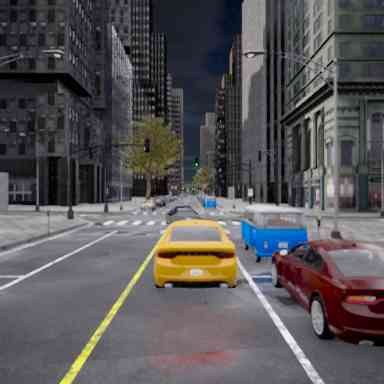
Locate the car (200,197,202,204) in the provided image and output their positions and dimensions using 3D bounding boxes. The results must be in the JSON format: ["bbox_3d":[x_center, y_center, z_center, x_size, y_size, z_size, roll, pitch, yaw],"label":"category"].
[{"bbox_3d":[2.773,1.827,55.366,1.947,1.339,4.313,0,0,0],"label":"car"}]

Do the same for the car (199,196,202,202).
[{"bbox_3d":[2.774,1.834,60.779,1.887,1.381,4.507,0,0,0],"label":"car"}]

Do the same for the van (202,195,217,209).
[{"bbox_3d":[2.773,1.574,49.954,1.690,1.788,3.998,0,0,0],"label":"van"}]

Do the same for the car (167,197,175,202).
[{"bbox_3d":[-5.748,1.987,91.989,1.752,1.417,4.829,0,0,0],"label":"car"}]

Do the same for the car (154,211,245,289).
[{"bbox_3d":[0.092,1.518,9.285,1.882,1.535,5.008,0,0,0],"label":"car"}]

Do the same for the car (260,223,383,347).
[{"bbox_3d":[2.781,1.573,6.444,1.887,1.381,4.507,0,0,0],"label":"car"}]

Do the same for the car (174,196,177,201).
[{"bbox_3d":[-5.748,1.999,86.869,1.947,1.339,4.313,0,0,0],"label":"car"}]

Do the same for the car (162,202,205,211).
[{"bbox_3d":[-0.693,1.666,23.104,1.994,1.385,4.181,0,0,-10],"label":"car"}]

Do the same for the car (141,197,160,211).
[{"bbox_3d":[-5.759,1.731,44.386,1.752,1.417,4.829,0,0,0],"label":"car"}]

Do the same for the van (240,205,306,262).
[{"bbox_3d":[2.783,1.393,11.970,1.690,1.788,3.998,0,0,0],"label":"van"}]

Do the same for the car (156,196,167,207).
[{"bbox_3d":[-5.752,1.804,55.136,1.887,1.381,4.507,0,0,0],"label":"car"}]

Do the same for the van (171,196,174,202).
[{"bbox_3d":[-5.749,1.714,76.293,1.690,1.788,3.998,0,0,0],"label":"van"}]

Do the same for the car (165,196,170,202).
[{"bbox_3d":[-5.750,1.602,60.426,2.192,1.841,5.009,0,0,0],"label":"car"}]

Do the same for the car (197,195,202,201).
[{"bbox_3d":[2.775,1.898,71.605,2.008,1.369,4.403,0,0,0],"label":"car"}]
